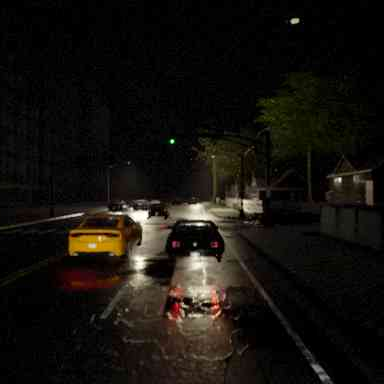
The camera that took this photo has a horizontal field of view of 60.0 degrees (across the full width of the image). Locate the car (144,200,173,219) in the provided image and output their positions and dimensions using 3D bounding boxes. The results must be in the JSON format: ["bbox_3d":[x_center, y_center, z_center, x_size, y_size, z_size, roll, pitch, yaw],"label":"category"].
[{"bbox_3d":[-3.148,1.784,32.043,1.812,1.442,4.674,0,0,0],"label":"car"}]

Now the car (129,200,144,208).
[{"bbox_3d":[-9.801,2.068,59.041,1.994,1.385,4.181,0,0,0],"label":"car"}]

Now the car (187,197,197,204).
[{"bbox_3d":[0.004,2.064,79.790,2.128,1.511,4.902,0,-1,0],"label":"car"}]

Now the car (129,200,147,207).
[{"bbox_3d":[-6.586,1.858,44.084,2.128,1.511,4.902,0,-1,0],"label":"car"}]

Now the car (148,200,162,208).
[{"bbox_3d":[-6.549,2.103,58.849,1.895,1.301,4.718,0,-1,1],"label":"car"}]

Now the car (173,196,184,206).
[{"bbox_3d":[-3.246,2.124,69.785,1.812,1.442,4.674,0,-1,0],"label":"car"}]

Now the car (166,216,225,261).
[{"bbox_3d":[0.102,1.699,12.693,1.895,1.301,4.718,0,0,0],"label":"car"}]

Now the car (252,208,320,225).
[{"bbox_3d":[7.006,1.811,24.608,4.718,1.301,1.895,0,-1,-9],"label":"car"}]

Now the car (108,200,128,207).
[{"bbox_3d":[-9.834,1.861,44.365,2.128,1.511,4.902,0,-1,0],"label":"car"}]

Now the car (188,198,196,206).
[{"bbox_3d":[0.004,2.136,69.369,2.033,1.411,5.357,0,-1,0],"label":"car"}]

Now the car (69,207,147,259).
[{"bbox_3d":[-3.150,1.579,13.007,1.882,1.535,5.008,0,0,0],"label":"car"}]
